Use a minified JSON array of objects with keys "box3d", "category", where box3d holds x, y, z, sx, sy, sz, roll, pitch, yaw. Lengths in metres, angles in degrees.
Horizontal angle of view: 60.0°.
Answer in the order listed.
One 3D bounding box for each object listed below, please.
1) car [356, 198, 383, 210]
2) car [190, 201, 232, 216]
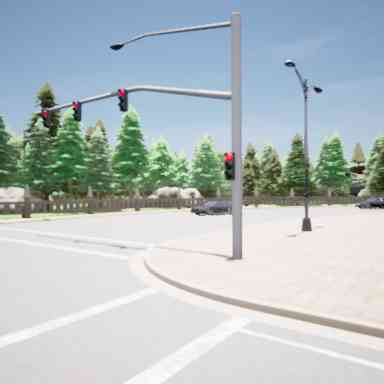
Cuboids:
[{"box3d":[23.635,1.472,42.899,4.902,1.511,2.128,0,0,-8],"category":"car"},{"box3d":[2.310,1.596,33.408,5.357,1.411,2.033,0,0,-41],"category":"car"}]
